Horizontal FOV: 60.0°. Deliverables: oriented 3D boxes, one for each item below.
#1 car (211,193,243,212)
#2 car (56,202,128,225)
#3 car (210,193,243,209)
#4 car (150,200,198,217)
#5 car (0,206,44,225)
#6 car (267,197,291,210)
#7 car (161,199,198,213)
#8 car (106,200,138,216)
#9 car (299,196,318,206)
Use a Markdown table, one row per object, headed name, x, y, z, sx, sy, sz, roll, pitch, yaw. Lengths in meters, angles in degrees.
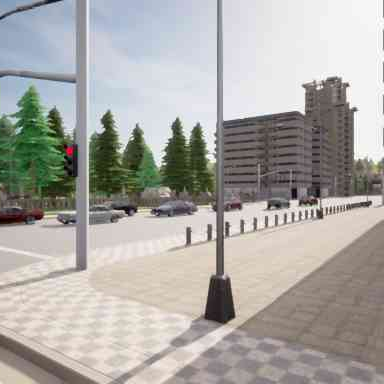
| name | x | y | z | sx | sy | sz | roll | pitch | yaw |
| --- | --- | --- | --- | --- | --- | --- | --- | --- | --- |
| car | 4.246 | 1.352 | 39.734 | 2.097 | 1.767 | 4.553 | 0 | 0 | 36 |
| car | -7.156 | 1.601 | 23.734 | 1.895 | 1.301 | 4.718 | 0 | 0 | 35 |
| car | 4.891 | 1.221 | 46.629 | 2.150 | 2.045 | 5.566 | 0 | 0 | 36 |
| car | -1.558 | 1.547 | 31.595 | 2.033 | 1.411 | 5.357 | 0 | 0 | 36 |
| car | -12.580 | 1.601 | 22.230 | 1.895 | 1.301 | 4.718 | 0 | 0 | 37 |
| car | 11.396 | 1.499 | 43.429 | 1.837 | 1.490 | 4.892 | 0 | -2 | 35 |
| car | -1.356 | 1.564 | 37.924 | 1.994 | 1.385 | 4.181 | 0 | 0 | 35 |
| car | -7.099 | 1.478 | 29.852 | 1.882 | 1.535 | 5.008 | 0 | 0 | 36 |
| car | 19.011 | 1.352 | 54.136 | 2.097 | 1.767 | 4.553 | 0 | 0 | 35 |
